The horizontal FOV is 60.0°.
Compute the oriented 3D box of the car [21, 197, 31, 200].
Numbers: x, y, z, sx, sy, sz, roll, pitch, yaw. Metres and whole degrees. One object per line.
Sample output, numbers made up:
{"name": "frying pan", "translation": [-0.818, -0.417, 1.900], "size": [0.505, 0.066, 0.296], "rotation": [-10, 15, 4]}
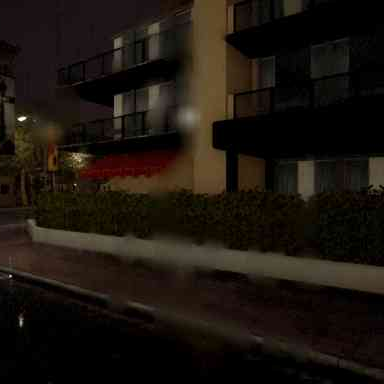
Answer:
{"name": "car", "translation": [-35.611, 1.481, 67.681], "size": [4.892, 1.521, 2.231], "rotation": [0, 0, 36]}
